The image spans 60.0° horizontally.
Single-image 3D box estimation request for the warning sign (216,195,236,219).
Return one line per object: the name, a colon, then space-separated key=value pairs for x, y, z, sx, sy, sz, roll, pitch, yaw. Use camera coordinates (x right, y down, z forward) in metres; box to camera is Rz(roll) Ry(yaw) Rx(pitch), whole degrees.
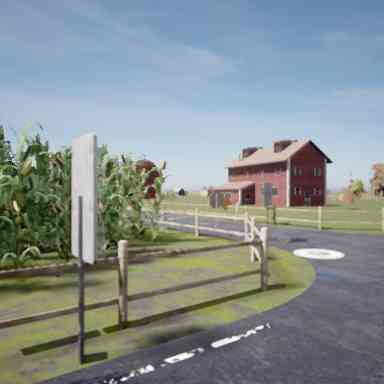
warning sign: x=2.803 y=1.224 z=27.758 sx=1.300 sy=1.860 sz=1.060 roll=0 pitch=0 yaw=-35
